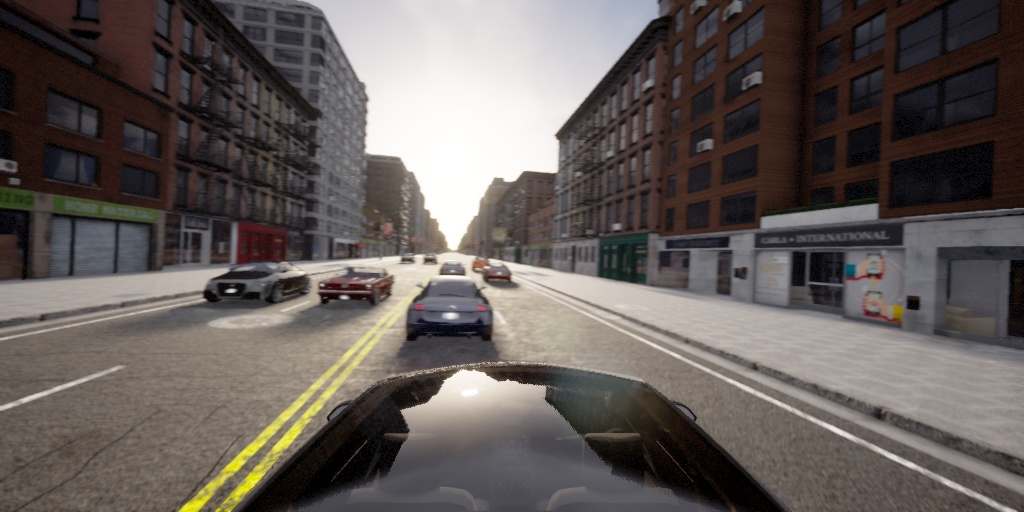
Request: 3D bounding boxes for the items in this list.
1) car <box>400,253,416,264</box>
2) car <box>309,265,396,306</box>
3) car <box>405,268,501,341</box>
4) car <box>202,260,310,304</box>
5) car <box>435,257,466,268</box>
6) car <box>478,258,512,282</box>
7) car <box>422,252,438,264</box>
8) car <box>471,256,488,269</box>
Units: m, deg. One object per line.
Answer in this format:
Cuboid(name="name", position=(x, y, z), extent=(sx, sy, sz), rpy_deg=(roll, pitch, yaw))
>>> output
Cuboid(name="car", position=(-15.575, 0.300, 53.786), extent=(1.882, 1.535, 5.008), rpy_deg=(3, 0, -9))
Cuboid(name="car", position=(-5.821, 1.032, 13.915), extent=(1.895, 1.301, 4.718), rpy_deg=(3, 0, -9))
Cuboid(name="car", position=(-1.610, 1.204, 9.516), extent=(1.994, 1.385, 4.181), rpy_deg=(3, 0, -9))
Cuboid(name="car", position=(-8.962, 0.858, 13.015), extent=(1.994, 1.385, 4.181), rpy_deg=(3, 0, -9))
Cuboid(name="car", position=(-4.430, 1.000, 26.814), extent=(1.994, 1.385, 4.181), rpy_deg=(3, 0, -9))
Cuboid(name="car", position=(-1.186, 1.145, 26.877), extent=(1.994, 1.385, 4.181), rpy_deg=(3, 0, -9))
Cuboid(name="car", position=(-12.454, 0.310, 54.852), extent=(2.097, 1.767, 4.553), rpy_deg=(3, 0, -9))
Cuboid(name="car", position=(-3.672, 0.754, 42.127), extent=(2.097, 1.767, 4.553), rpy_deg=(3, 0, -9))
